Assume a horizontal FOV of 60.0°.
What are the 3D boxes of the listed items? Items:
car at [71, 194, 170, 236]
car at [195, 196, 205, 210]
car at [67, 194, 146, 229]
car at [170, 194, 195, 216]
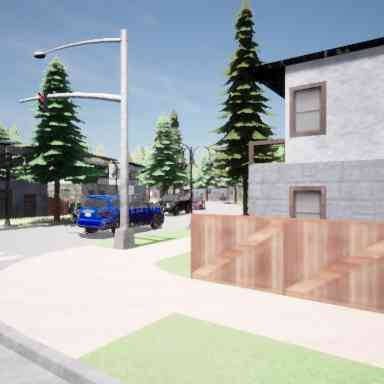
[{"bbox_3d":[-3.773,1.196,18.487,2.150,2.045,5.566,0,0,28],"label":"car"},{"bbox_3d":[0.448,1.321,42.087,2.097,1.767,4.553,0,0,9],"label":"car"},{"bbox_3d":[-5.684,1.194,23.106,2.150,2.045,5.566,0,0,27],"label":"car"},{"bbox_3d":[-1.799,1.193,32.486,2.150,2.045,5.566,0,0,18],"label":"car"}]
